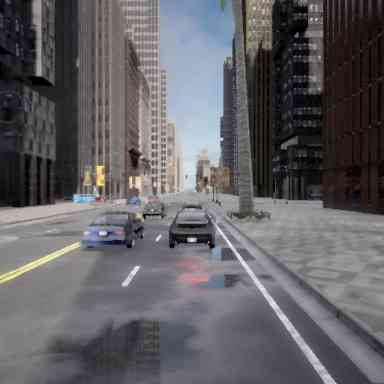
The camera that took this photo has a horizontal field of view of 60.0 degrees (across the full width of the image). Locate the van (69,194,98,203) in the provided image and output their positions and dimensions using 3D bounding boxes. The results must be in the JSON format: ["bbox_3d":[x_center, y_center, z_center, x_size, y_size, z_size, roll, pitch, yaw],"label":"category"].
[{"bbox_3d":[-20.679,1.248,63.645,3.998,1.788,1.690,1,0,0],"label":"van"}]

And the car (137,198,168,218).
[{"bbox_3d":[-3.250,1.562,29.651,2.033,1.411,5.357,0,0,0],"label":"car"}]

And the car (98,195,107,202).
[{"bbox_3d":[-20.653,1.288,72.170,4.097,1.590,1.967,1,0,0],"label":"car"}]

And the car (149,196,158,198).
[{"bbox_3d":[-6.500,1.420,55.682,2.097,1.767,4.553,0,0,0],"label":"car"}]

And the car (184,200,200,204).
[{"bbox_3d":[0.000,1.515,29.651,1.837,1.490,4.892,0,0,0],"label":"car"}]

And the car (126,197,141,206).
[{"bbox_3d":[-9.750,1.527,55.652,1.882,1.535,5.008,0,0,0],"label":"car"}]

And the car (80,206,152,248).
[{"bbox_3d":[-3.250,1.560,14.651,2.033,1.411,5.357,0,0,0],"label":"car"}]

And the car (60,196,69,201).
[{"bbox_3d":[-26.277,1.363,72.188,4.313,1.339,1.947,1,0,0],"label":"car"}]

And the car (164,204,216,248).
[{"bbox_3d":[0.000,1.513,14.650,1.837,1.490,4.892,0,0,0],"label":"car"}]
